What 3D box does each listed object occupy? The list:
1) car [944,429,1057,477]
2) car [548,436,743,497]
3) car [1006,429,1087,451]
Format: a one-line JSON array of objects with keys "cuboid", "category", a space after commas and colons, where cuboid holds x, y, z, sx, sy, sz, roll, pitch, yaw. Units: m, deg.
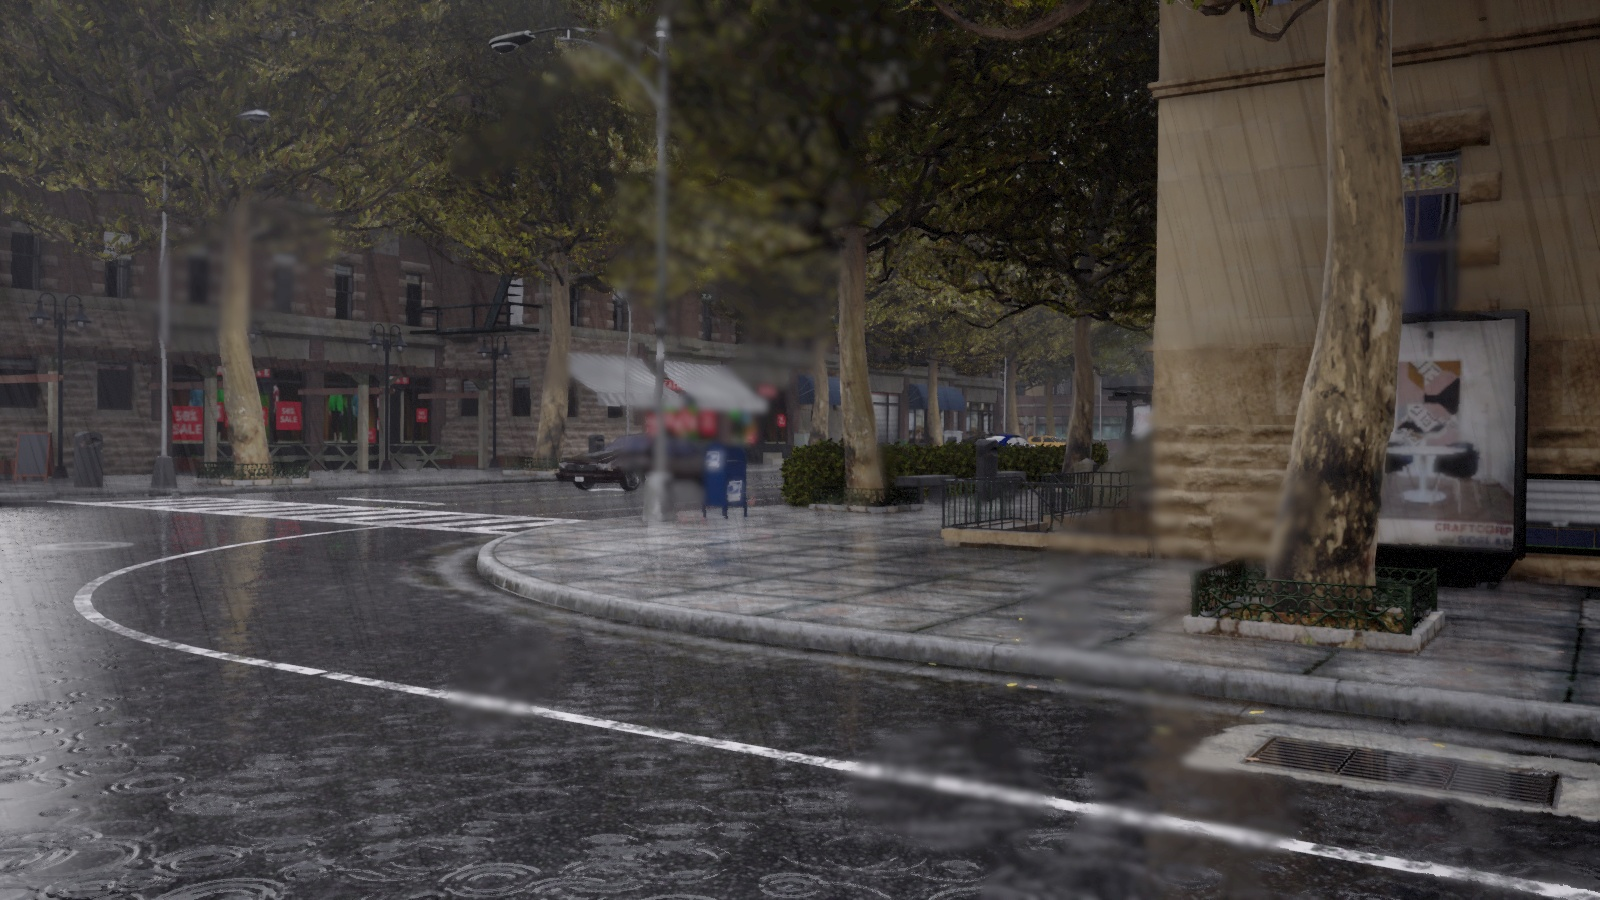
[{"cuboid": [6.887, 0.063, 42.720, 1.882, 1.535, 5.008, 0, 1, 33], "category": "car"}, {"cuboid": [-3.879, 0.368, 32.640, 2.033, 1.411, 5.357, 0, 1, 33], "category": "car"}, {"cuboid": [17.662, -0.719, 90.086, 5.366, 1.575, 1.801, 0, 1, 32], "category": "car"}]
